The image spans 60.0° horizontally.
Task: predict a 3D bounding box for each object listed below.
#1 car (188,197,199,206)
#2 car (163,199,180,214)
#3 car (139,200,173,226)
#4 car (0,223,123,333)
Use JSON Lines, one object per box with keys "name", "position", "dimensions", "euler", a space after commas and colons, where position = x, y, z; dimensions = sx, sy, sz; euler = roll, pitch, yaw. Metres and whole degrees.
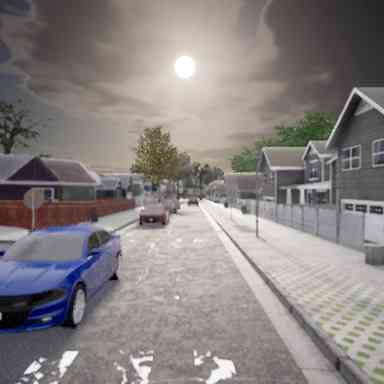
{"name": "car", "position": [0.239, 1.806, 65.418], "dimensions": [2.097, 1.767, 4.553], "euler": [0, -1, 0]}
{"name": "car", "position": [-2.766, 1.585, 38.104], "dimensions": [2.097, 1.767, 4.553], "euler": [0, 0, 0]}
{"name": "car", "position": [-2.777, 1.621, 25.140], "dimensions": [1.882, 1.535, 5.008], "euler": [0, 0, 0]}
{"name": "car", "position": [-2.830, 1.515, 7.247], "dimensions": [1.882, 1.535, 5.008], "euler": [0, 0, 0]}
